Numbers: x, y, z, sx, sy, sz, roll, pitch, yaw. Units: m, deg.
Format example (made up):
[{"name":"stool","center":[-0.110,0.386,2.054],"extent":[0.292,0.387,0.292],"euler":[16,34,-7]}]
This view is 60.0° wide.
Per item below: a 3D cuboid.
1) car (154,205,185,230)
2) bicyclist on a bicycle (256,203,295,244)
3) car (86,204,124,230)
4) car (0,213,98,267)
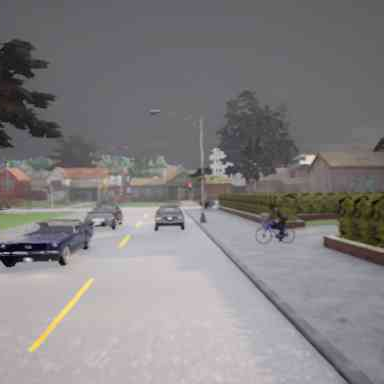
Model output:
[{"name":"car","center":[-1.456,1.556,21.445],"extent":[2.033,1.411,5.357],"euler":[-1,0,-4]},{"name":"bicyclist on a bicycle","center":[3.363,1.285,13.414],"extent":[1.656,1.620,0.582],"euler":[-1,0,-4]},{"name":"car","center":[-5.683,1.569,21.883],"extent":[2.128,1.511,4.902],"euler":[-1,0,-4]},{"name":"car","center":[-4.938,1.673,11.924],"extent":[1.895,1.301,4.718],"euler":[-1,0,-4]}]
